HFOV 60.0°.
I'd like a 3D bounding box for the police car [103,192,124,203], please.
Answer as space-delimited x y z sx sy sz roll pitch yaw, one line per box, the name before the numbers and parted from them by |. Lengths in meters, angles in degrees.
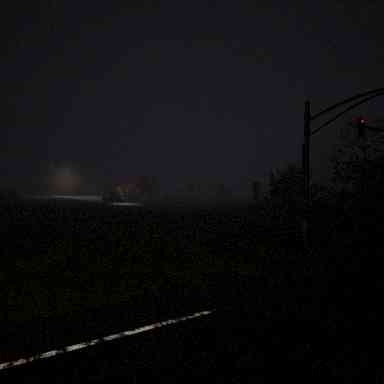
police car | -11.780 0.822 49.808 2.038 1.542 4.974 1 0 -32
